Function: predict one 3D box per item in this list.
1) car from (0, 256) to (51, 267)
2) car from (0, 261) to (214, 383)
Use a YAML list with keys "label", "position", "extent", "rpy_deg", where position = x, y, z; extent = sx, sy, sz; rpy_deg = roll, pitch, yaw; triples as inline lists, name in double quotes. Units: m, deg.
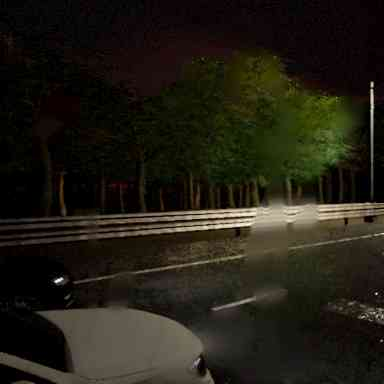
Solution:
- label: "car"
  position: [-4.344, 1.493, 4.953]
  extent: [4.902, 1.511, 2.128]
  rpy_deg: [0, 0, -36]
- label: "car"
  position: [-1.975, 1.527, 2.345]
  extent: [4.674, 1.442, 1.812]
  rpy_deg: [0, 0, -36]
